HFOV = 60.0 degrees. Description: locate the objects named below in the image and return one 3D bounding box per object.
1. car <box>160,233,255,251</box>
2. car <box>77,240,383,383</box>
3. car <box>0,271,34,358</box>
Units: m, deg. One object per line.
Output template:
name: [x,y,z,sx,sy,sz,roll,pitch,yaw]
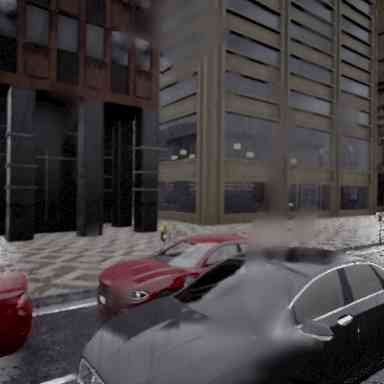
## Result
car: [0.337,1.583,6.886,4.507,1.381,1.887,1,0,-36]
car: [1.116,1.534,4.174,4.892,1.490,1.837,1,0,-36]
car: [-4.223,1.532,3.632,4.507,1.381,1.887,1,0,-36]
